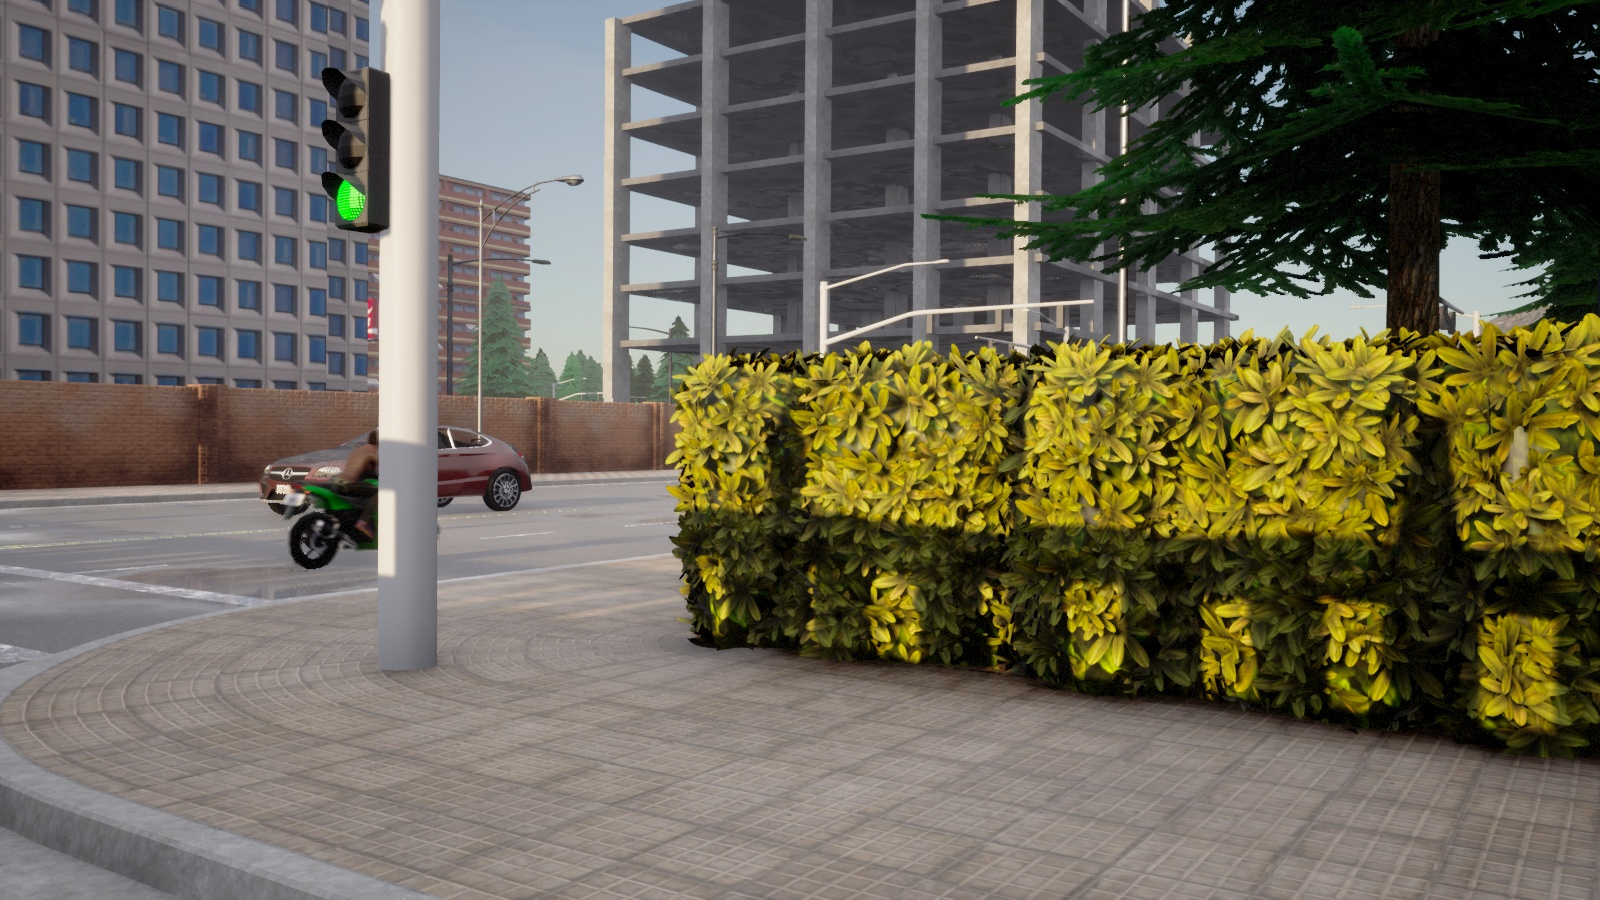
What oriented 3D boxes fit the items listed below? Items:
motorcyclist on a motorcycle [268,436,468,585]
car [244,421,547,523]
[{"bbox_3d":[-4.794,0.620,14.088,0.797,1.523,2.044,0,1,33],"label":"motorcyclist on a motorcycle"},{"bbox_3d":[-7.250,0.316,23.069,2.152,1.651,5.027,0,1,33],"label":"car"}]
